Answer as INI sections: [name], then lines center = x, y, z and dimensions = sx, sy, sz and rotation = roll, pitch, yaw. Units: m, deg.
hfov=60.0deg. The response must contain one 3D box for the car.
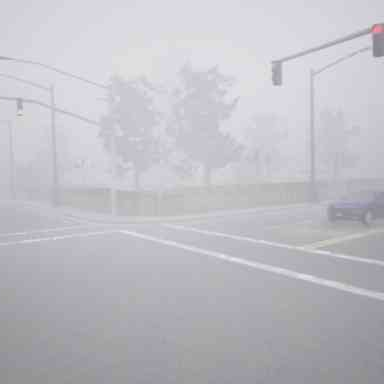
[car]
center = 8.693, 0.646, 16.627
dimensions = 5.008, 1.535, 1.882
rotation = -3, 3, -36
